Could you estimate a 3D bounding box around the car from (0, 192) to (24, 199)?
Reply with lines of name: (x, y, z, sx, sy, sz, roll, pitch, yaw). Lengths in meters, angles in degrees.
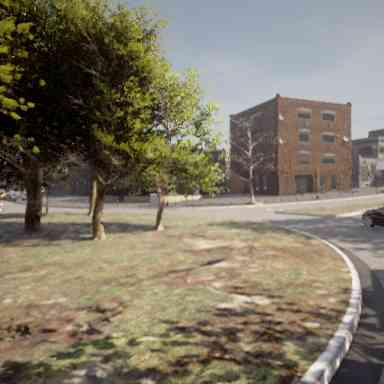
car: (-42.156, 0.852, 77.515, 4.892, 1.521, 2.231, -1, 1, -37)

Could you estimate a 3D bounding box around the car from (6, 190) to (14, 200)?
car: (-33.800, 0.909, 66.404, 4.553, 1.767, 2.185, -1, 1, -37)

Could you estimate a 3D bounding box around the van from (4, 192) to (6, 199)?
van: (-35.662, 0.780, 68.640, 4.442, 1.987, 1.878, -1, 1, -37)

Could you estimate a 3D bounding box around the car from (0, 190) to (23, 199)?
car: (-43.805, 0.560, 79.747, 5.566, 2.045, 2.435, -1, 1, -37)

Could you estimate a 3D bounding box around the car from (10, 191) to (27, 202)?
car: (-30.588, 1.112, 62.020, 4.792, 1.488, 2.163, -1, 1, -37)

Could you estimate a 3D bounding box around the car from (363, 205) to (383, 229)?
car: (10.456, 1.234, 16.620, 2.128, 1.511, 4.902, 0, 1, -1)

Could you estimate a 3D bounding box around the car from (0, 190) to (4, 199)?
car: (-38.804, 0.805, 73.080, 4.553, 1.767, 2.185, -1, 1, -37)

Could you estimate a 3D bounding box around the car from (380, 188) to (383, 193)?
car: (29.709, -0.645, 48.309, 5.366, 1.575, 1.946, -5, 2, -26)

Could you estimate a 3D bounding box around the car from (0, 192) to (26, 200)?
car: (-40.574, 0.889, 75.384, 5.008, 1.535, 2.097, -1, 1, -37)
